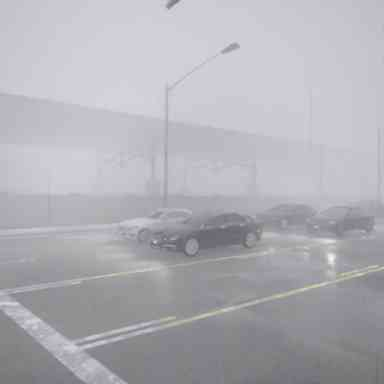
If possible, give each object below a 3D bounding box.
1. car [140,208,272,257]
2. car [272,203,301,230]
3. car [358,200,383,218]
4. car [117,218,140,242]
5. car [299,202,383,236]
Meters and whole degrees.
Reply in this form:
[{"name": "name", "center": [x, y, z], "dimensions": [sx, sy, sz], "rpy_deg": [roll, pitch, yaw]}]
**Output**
[{"name": "car", "center": [0.679, 1.496, 13.007], "dimensions": [4.892, 1.490, 1.837], "rpy_deg": [0, 0, -36]}, {"name": "car", "center": [6.102, 1.486, 21.061], "dimensions": [4.892, 1.490, 1.837], "rpy_deg": [0, 0, -35]}, {"name": "car", "center": [13.896, 1.420, 26.495], "dimensions": [5.008, 1.535, 1.882], "rpy_deg": [0, 0, -35]}, {"name": "car", "center": [-1.242, 1.511, 15.931], "dimensions": [4.674, 1.442, 1.812], "rpy_deg": [0, 0, -35]}, {"name": "car", "center": [8.267, 1.514, 18.308], "dimensions": [4.674, 1.442, 1.812], "rpy_deg": [0, 0, -35]}]
